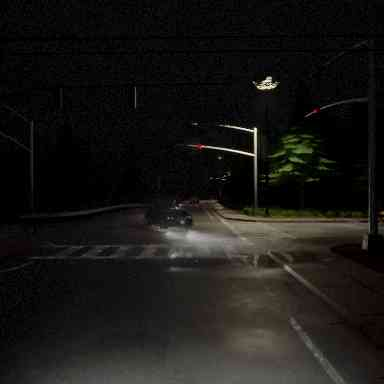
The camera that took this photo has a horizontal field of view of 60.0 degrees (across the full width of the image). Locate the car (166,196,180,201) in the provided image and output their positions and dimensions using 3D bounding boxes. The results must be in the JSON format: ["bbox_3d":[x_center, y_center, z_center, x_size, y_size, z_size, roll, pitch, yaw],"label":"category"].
[{"bbox_3d":[-3.486,1.507,54.005,2.097,1.767,4.553,0,0,1],"label":"car"}]

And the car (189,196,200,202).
[{"bbox_3d":[0.387,1.690,65.381,1.812,1.442,4.674,0,0,2],"label":"car"}]

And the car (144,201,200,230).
[{"bbox_3d":[-1.714,1.576,22.094,2.128,1.511,4.902,-1,0,-28],"label":"car"}]

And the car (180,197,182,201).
[{"bbox_3d":[-3.091,1.695,68.010,1.837,1.490,4.892,0,1,2],"label":"car"}]

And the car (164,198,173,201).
[{"bbox_3d":[-3.570,1.679,37.641,1.994,1.385,4.181,0,0,0],"label":"car"}]

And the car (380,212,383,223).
[{"bbox_3d":[15.168,1.484,22.040,5.008,1.535,1.882,0,0,1],"label":"car"}]

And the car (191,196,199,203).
[{"bbox_3d":[0.718,1.630,75.688,1.837,1.490,4.892,0,0,2],"label":"car"}]
